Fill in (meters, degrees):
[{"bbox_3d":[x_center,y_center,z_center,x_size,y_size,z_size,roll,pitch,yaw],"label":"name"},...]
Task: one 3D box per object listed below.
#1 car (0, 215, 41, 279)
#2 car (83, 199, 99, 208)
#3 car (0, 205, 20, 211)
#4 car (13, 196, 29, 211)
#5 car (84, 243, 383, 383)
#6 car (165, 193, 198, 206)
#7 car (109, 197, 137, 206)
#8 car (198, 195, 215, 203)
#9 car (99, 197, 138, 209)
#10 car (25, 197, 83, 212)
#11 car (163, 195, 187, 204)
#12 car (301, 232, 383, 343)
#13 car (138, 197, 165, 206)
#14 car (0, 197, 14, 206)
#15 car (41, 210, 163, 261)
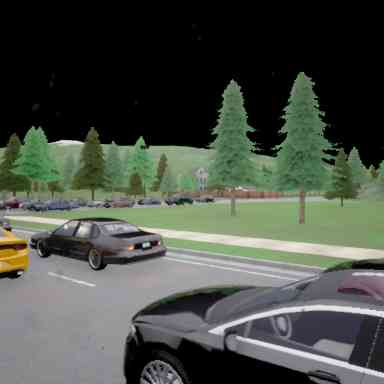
[{"bbox_3d":[-6.287,1.478,8.896,5.008,1.535,1.882,0,0,38],"label":"car"},{"bbox_3d":[-12.706,1.601,47.863,1.895,1.301,4.718,0,0,39],"label":"car"},{"bbox_3d":[-11.260,1.547,17.135,5.357,1.411,2.033,0,0,38],"label":"car"},{"bbox_3d":[-18.475,1.491,40.615,2.128,1.511,4.902,0,0,39],"label":"car"},{"bbox_3d":[1.453,1.492,2.900,4.902,1.511,2.128,0,0,38],"label":"car"},{"bbox_3d":[-1.964,1.222,55.737,2.150,2.045,5.566,0,0,38],"label":"car"},{"bbox_3d":[-11.390,1.564,55.128,1.994,1.385,4.181,0,0,38],"label":"car"},{"bbox_3d":[2.577,1.351,66.963,2.097,1.767,4.553,0,0,39],"label":"car"},{"bbox_3d":[-10.035,1.564,45.600,1.994,1.385,4.181,0,0,39],"label":"car"},{"bbox_3d":[-15.786,1.547,38.371,2.033,1.411,5.357,0,0,38],"label":"car"},{"bbox_3d":[-3.307,1.477,65.220,1.882,1.535,5.008,0,0,39],"label":"car"},{"bbox_3d":[4.148,1.564,5.231,4.181,1.385,1.994,0,0,38],"label":"car"},{"bbox_3d":[-7.083,1.564,54.927,1.994,1.385,4.181,0,0,38],"label":"car"},{"bbox_3d":[-22.005,1.352,41.800,2.097,1.767,4.553,0,0,39],"label":"car"},{"bbox_3d":[-3.278,1.547,10.989,5.357,1.411,2.033,0,0,38],"label":"car"}]
